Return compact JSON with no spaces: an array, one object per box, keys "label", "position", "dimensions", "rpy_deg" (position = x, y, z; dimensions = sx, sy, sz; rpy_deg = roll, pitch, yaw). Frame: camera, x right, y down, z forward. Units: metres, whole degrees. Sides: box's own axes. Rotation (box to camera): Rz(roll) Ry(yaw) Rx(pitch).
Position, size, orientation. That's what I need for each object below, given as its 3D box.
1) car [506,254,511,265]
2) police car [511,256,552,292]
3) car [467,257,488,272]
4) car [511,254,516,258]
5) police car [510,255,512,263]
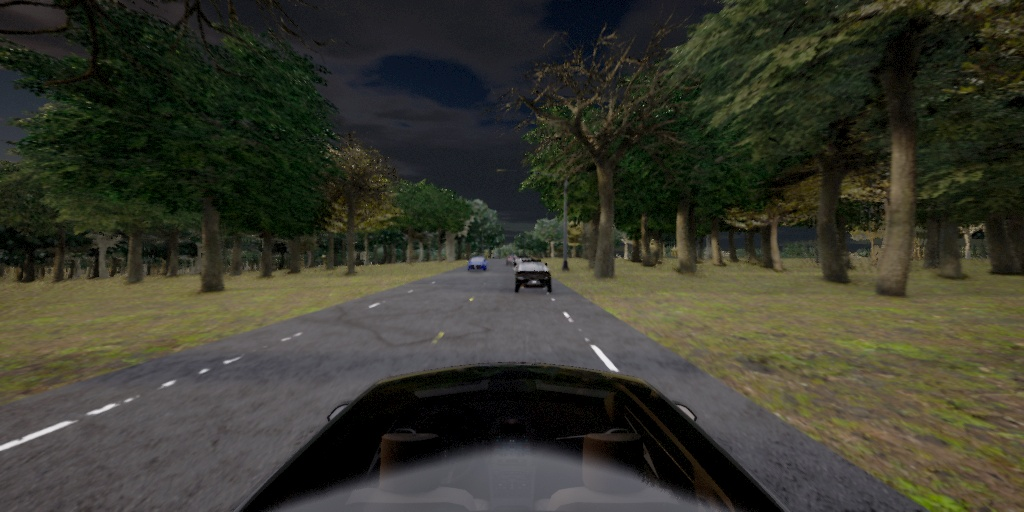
[{"label":"car","position":[0.033,0.593,55.029],"dimensions":[2.128,1.511,4.902],"rpy_deg":[0,1,0]},{"label":"police car","position":[1.060,0.993,19.705],"dimensions":[1.930,1.638,5.238],"rpy_deg":[0,1,0]},{"label":"car","position":[-3.559,0.828,37.726],"dimensions":[1.882,1.535,5.008],"rpy_deg":[0,1,0]},{"label":"car","position":[1.066,0.906,29.788],"dimensions":[1.801,1.575,5.366],"rpy_deg":[0,1,0]},{"label":"police car","position":[1.070,0.801,35.707],"dimensions":[1.930,1.638,5.238],"rpy_deg":[0,1,0]}]
